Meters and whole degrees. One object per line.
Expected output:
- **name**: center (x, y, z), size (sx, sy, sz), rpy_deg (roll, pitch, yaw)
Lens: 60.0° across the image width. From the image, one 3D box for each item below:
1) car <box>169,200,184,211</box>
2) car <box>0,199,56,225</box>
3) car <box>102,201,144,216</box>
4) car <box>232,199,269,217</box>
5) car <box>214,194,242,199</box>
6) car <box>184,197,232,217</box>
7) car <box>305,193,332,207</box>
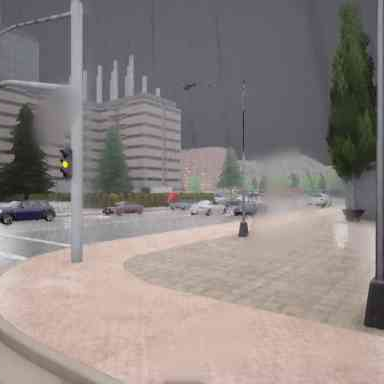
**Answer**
- **car**: center (-0.679, 1.601, 40.630), size (1.895, 1.301, 4.718), rpy_deg (0, 0, 36)
- **car**: center (-12.495, 1.352, 24.387), size (2.097, 1.767, 4.553), rpy_deg (0, 0, 36)
- **car**: center (-6.651, 1.564, 32.437), size (1.994, 1.385, 4.181), rpy_deg (0, 0, 36)
- **car**: center (5.606, 1.564, 31.088), size (1.994, 1.385, 4.181), rpy_deg (0, 0, 36)
- **car**: center (5.470, 1.505, 49.020), size (1.837, 1.490, 4.892), rpy_deg (0, 0, 37)
- **car**: center (1.585, 1.525, 31.509), size (1.812, 1.442, 4.674), rpy_deg (0, 0, 36)
- **car**: center (19.368, 1.221, 50.013), size (2.150, 2.045, 5.566), rpy_deg (0, 0, 36)
